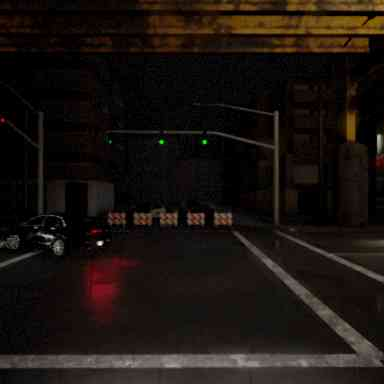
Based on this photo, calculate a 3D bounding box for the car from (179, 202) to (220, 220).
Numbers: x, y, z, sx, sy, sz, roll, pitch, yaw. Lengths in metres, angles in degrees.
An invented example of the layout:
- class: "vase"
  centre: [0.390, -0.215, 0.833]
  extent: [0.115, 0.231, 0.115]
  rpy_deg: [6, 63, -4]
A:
- class: "car"
  centre: [0.494, 1.467, 27.303]
  extent: [1.853, 1.218, 4.536]
  rpy_deg: [0, 0, -20]

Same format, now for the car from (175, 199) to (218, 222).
- class: "car"
  centre: [0.512, 1.624, 27.254]
  extent: [2.038, 1.542, 4.974]
  rpy_deg: [0, 0, -20]

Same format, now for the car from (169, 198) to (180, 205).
- class: "car"
  centre: [-3.292, 1.686, 62.424]
  extent: [1.853, 1.218, 4.536]
  rpy_deg: [0, 0, 0]

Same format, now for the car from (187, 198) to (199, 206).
- class: "car"
  centre: [0.141, 1.633, 53.903]
  extent: [1.853, 1.218, 4.536]
  rpy_deg: [0, 0, 0]

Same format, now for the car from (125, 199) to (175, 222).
- class: "car"
  centre: [-3.648, 1.626, 27.561]
  extent: [2.038, 1.542, 4.974]
  rpy_deg: [0, 0, 25]

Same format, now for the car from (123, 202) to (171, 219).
- class: "car"
  centre: [-3.627, 1.469, 27.609]
  extent: [1.853, 1.218, 4.536]
  rpy_deg: [0, 0, 25]

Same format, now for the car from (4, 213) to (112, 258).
- class: "car"
  centre: [-5.363, 1.588, 13.137]
  extent: [4.892, 1.490, 1.837]
  rpy_deg: [0, -4, 31]

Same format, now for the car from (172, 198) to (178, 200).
- class: "car"
  centre: [-3.291, 1.843, 62.371]
  extent: [2.038, 1.542, 4.974]
  rpy_deg: [0, 0, 0]
